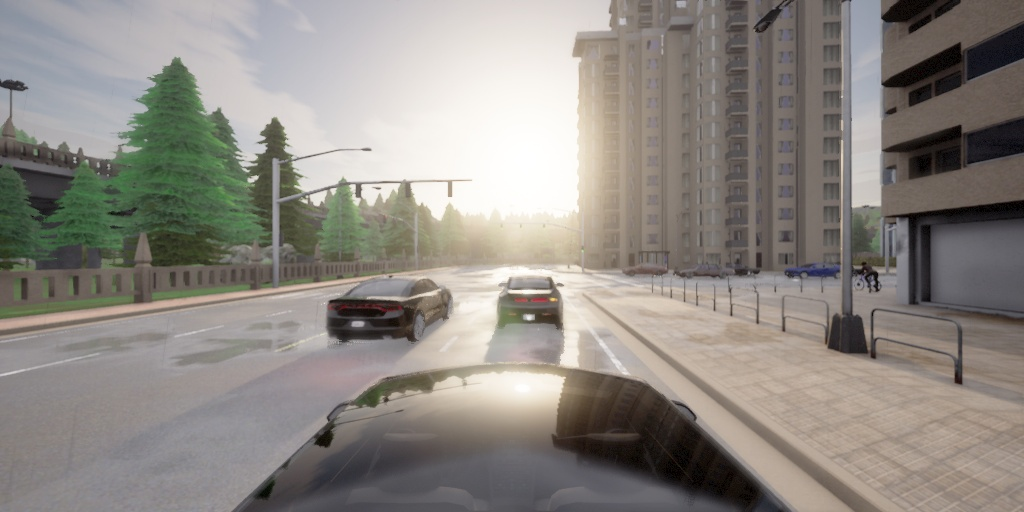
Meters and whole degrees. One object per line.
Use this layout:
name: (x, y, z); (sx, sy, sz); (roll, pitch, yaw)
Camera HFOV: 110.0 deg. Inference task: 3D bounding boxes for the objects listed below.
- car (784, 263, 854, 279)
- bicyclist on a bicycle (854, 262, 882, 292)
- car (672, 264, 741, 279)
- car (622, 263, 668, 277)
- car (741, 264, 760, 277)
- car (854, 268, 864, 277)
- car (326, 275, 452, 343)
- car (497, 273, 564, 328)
car: (28.686, 1.384, 33.992); (5.008, 1.535, 1.882); (0, 0, 3)
bicyclist on a bicycle: (19.735, 1.165, 19.938); (0.582, 1.620, 1.656); (0, 0, 3)
car: (18.440, 1.452, 34.496); (5.357, 1.411, 2.033); (0, 0, 3)
car: (14.124, 1.439, 38.206); (4.674, 1.442, 1.812); (0, 0, 4)
car: (23.181, 1.516, 37.770); (4.718, 1.301, 1.895); (0, 0, 3)
car: (33.330, 1.518, 37.252); (4.718, 1.301, 1.895); (0, 0, 3)
car: (-3.017, 1.250, 9.877); (1.882, 1.535, 5.008); (0, 0, 4)
car: (0.607, 1.285, 11.475); (1.837, 1.490, 4.892); (0, 0, 4)
